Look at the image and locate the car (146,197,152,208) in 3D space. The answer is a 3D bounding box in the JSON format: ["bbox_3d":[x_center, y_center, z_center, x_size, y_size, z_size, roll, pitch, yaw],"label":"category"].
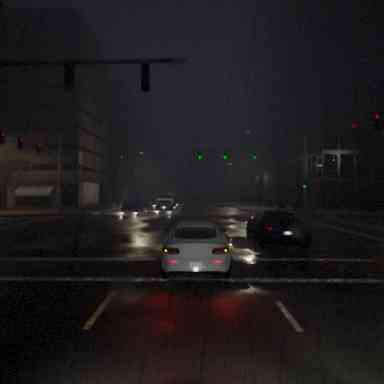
[{"bbox_3d":[-7.077,1.542,49.708,2.033,1.411,5.357,0,0,0],"label":"car"}]

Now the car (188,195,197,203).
[{"bbox_3d":[0.115,1.471,69.430,1.882,1.535,5.008,0,0,0],"label":"car"}]

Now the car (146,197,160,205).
[{"bbox_3d":[-7.023,1.558,59.663,1.994,1.385,4.181,0,0,1],"label":"car"}]

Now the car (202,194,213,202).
[{"bbox_3d":[3.514,1.539,72.279,1.994,1.385,4.181,0,0,0],"label":"car"}]

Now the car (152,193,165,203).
[{"bbox_3d":[-6.986,1.218,70.354,2.150,2.045,5.566,0,0,0],"label":"car"}]

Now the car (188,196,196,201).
[{"bbox_3d":[0.016,1.587,81.696,1.895,1.301,4.718,0,0,0],"label":"car"}]

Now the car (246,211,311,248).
[{"bbox_3d":[3.597,1.516,14.449,1.994,1.385,4.181,0,0,0],"label":"car"}]

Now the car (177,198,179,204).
[{"bbox_3d":[-3.560,1.472,54.431,1.882,1.535,5.008,0,0,0],"label":"car"}]

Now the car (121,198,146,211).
[{"bbox_3d":[-7.114,1.473,39.943,1.882,1.535,5.008,0,0,1],"label":"car"}]

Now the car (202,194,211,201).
[{"bbox_3d":[3.516,1.307,80.804,2.097,1.767,4.553,0,0,0],"label":"car"}]

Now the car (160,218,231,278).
[{"bbox_3d":[0.095,1.518,10.008,1.812,1.442,4.674,0,0,0],"label":"car"}]

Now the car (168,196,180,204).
[{"bbox_3d":[-3.487,1.557,64.268,1.994,1.385,4.181,0,0,0],"label":"car"}]

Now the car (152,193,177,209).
[{"bbox_3d":[-3.578,1.217,44.428,2.150,2.045,5.566,0,0,0],"label":"car"}]
